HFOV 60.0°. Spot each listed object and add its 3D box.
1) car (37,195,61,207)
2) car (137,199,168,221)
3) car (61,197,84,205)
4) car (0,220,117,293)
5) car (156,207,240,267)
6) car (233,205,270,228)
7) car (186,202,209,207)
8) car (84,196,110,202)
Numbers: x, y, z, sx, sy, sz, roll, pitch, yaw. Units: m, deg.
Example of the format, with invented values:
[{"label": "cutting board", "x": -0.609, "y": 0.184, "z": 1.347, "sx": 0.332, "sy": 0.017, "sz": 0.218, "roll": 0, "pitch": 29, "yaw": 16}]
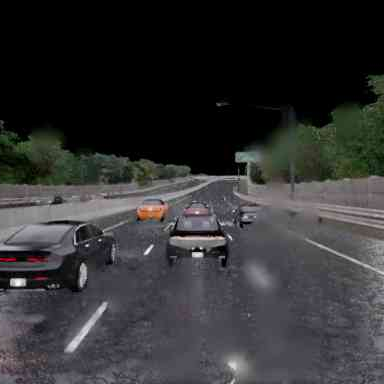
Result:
[{"label": "car", "x": -20.084, "y": 1.308, "z": 47.355, "sx": 2.097, "sy": 1.767, "sz": 4.553, "roll": 0, "pitch": 0, "yaw": 3}, {"label": "car", "x": -3.057, "y": 1.339, "z": 26.939, "sx": 2.097, "sy": 1.767, "sz": 4.553, "roll": 0, "pitch": 0, "yaw": 1}, {"label": "car", "x": -16.560, "y": 1.466, "z": 47.844, "sx": 1.837, "sy": 1.490, "sz": 4.892, "roll": 0, "pitch": 0, "yaw": 3}, {"label": "car", "x": -3.348, "y": 1.500, "z": 8.862, "sx": 1.837, "sy": 1.490, "sz": 4.892, "roll": 0, "pitch": 0, "yaw": 0}, {"label": "car", "x": 0.177, "y": 1.487, "z": 11.428, "sx": 2.128, "sy": 1.511, "sz": 4.902, "roll": 0, "pitch": 0, "yaw": 1}, {"label": "car", "x": 3.834, "y": 1.542, "z": 22.194, "sx": 2.033, "sy": 1.411, "sz": 5.357, "roll": 0, "pitch": 0, "yaw": 1}, {"label": "car", "x": 0.462, "y": 1.553, "z": 27.722, "sx": 1.994, "sy": 1.385, "sz": 4.181, "roll": 0, "pitch": 0, "yaw": 1}, {"label": "car", "x": -13.090, "y": 1.315, "z": 47.102, "sx": 2.097, "sy": 1.767, "sz": 4.553, "roll": 0, "pitch": 0, "yaw": 3}]
